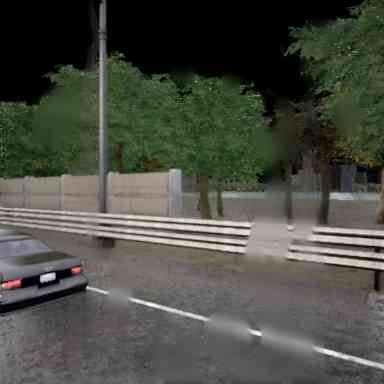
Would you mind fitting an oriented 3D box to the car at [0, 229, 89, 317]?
[{"bbox_3d":[-4.551,1.531,7.251,5.357,1.411,2.033,0,0,36],"label":"car"}]
